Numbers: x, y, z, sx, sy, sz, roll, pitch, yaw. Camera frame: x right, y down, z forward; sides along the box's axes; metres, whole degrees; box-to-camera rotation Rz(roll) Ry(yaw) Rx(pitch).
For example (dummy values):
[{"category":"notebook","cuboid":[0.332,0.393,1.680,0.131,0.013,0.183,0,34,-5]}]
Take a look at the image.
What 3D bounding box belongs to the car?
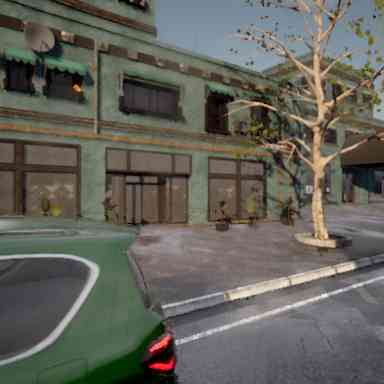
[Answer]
[{"category":"car","cuboid":[-2.658,1.225,1.472,5.566,2.045,2.150,0,0,-36]}]
